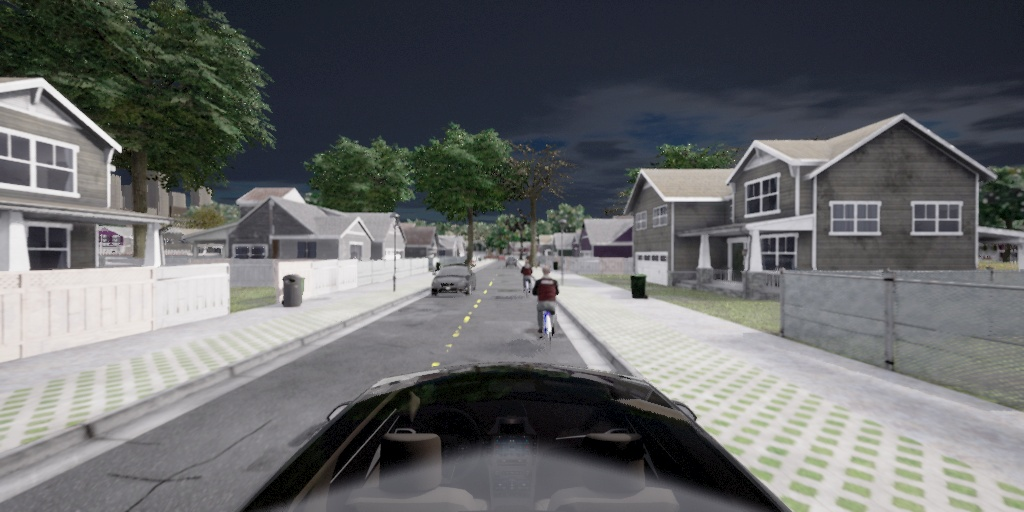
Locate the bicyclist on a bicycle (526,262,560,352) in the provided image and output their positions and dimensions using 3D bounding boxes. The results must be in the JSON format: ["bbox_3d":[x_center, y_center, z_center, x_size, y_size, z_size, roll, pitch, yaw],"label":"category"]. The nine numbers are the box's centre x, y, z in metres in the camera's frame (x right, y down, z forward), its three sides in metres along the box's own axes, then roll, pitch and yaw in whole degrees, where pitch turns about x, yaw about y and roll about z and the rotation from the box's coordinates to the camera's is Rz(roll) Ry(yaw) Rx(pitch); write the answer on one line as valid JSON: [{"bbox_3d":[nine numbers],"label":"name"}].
[{"bbox_3d":[0.740,1.095,7.941,0.659,1.776,1.843,0,0,0],"label":"bicyclist on a bicycle"}]

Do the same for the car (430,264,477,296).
[{"bbox_3d":[-2.906,1.187,18.623,1.837,1.490,4.892,0,0,0],"label":"car"}]

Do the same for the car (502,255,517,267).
[{"bbox_3d":[-0.099,1.010,60.180,2.128,1.511,4.902,0,0,-1],"label":"car"}]

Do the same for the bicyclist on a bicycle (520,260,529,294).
[{"bbox_3d":[0.708,1.060,16.940,0.659,1.776,1.843,0,0,0],"label":"bicyclist on a bicycle"}]
